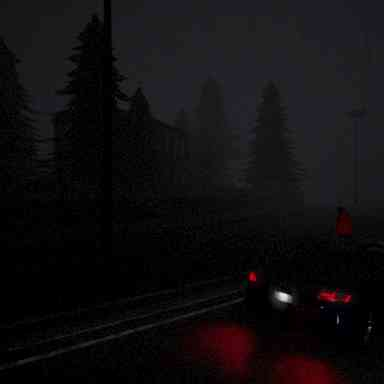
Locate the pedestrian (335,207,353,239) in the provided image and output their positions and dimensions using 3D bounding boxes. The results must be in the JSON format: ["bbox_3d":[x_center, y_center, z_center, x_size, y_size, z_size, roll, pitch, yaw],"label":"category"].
[{"bbox_3d":[4.867,1.294,10.730,0.375,1.860,0.375,0,0,-43],"label":"pedestrian"}]

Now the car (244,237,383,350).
[{"bbox_3d":[2.925,1.564,6.330,4.181,1.385,1.994,0,0,-40],"label":"car"}]
